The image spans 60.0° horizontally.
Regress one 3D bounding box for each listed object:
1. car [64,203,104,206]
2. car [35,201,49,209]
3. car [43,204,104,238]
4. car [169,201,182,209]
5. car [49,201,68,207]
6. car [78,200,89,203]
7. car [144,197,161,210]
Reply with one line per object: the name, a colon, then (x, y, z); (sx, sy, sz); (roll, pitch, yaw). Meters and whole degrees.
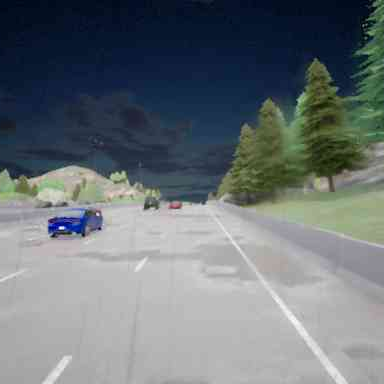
car: (-10.018, 1.985, 31.470); (1.895, 1.301, 4.718); (-1, 0, 1)
car: (-30.599, 2.613, 68.909); (2.097, 1.767, 4.553); (-1, -1, 1)
car: (-6.684, 1.722, 19.620); (1.882, 1.535, 5.008); (-1, 0, 1)
car: (-2.686, 2.127, 55.359); (1.994, 1.385, 4.181); (-1, -1, 1)
car: (-27.098, 2.694, 68.828); (1.837, 1.490, 4.892); (-1, -1, 1)
car: (-23.552, 2.571, 72.290); (2.097, 1.767, 4.553); (-1, -1, 1)
car: (-6.231, 1.798, 52.580); (2.150, 2.045, 5.566); (-1, -1, 1)
